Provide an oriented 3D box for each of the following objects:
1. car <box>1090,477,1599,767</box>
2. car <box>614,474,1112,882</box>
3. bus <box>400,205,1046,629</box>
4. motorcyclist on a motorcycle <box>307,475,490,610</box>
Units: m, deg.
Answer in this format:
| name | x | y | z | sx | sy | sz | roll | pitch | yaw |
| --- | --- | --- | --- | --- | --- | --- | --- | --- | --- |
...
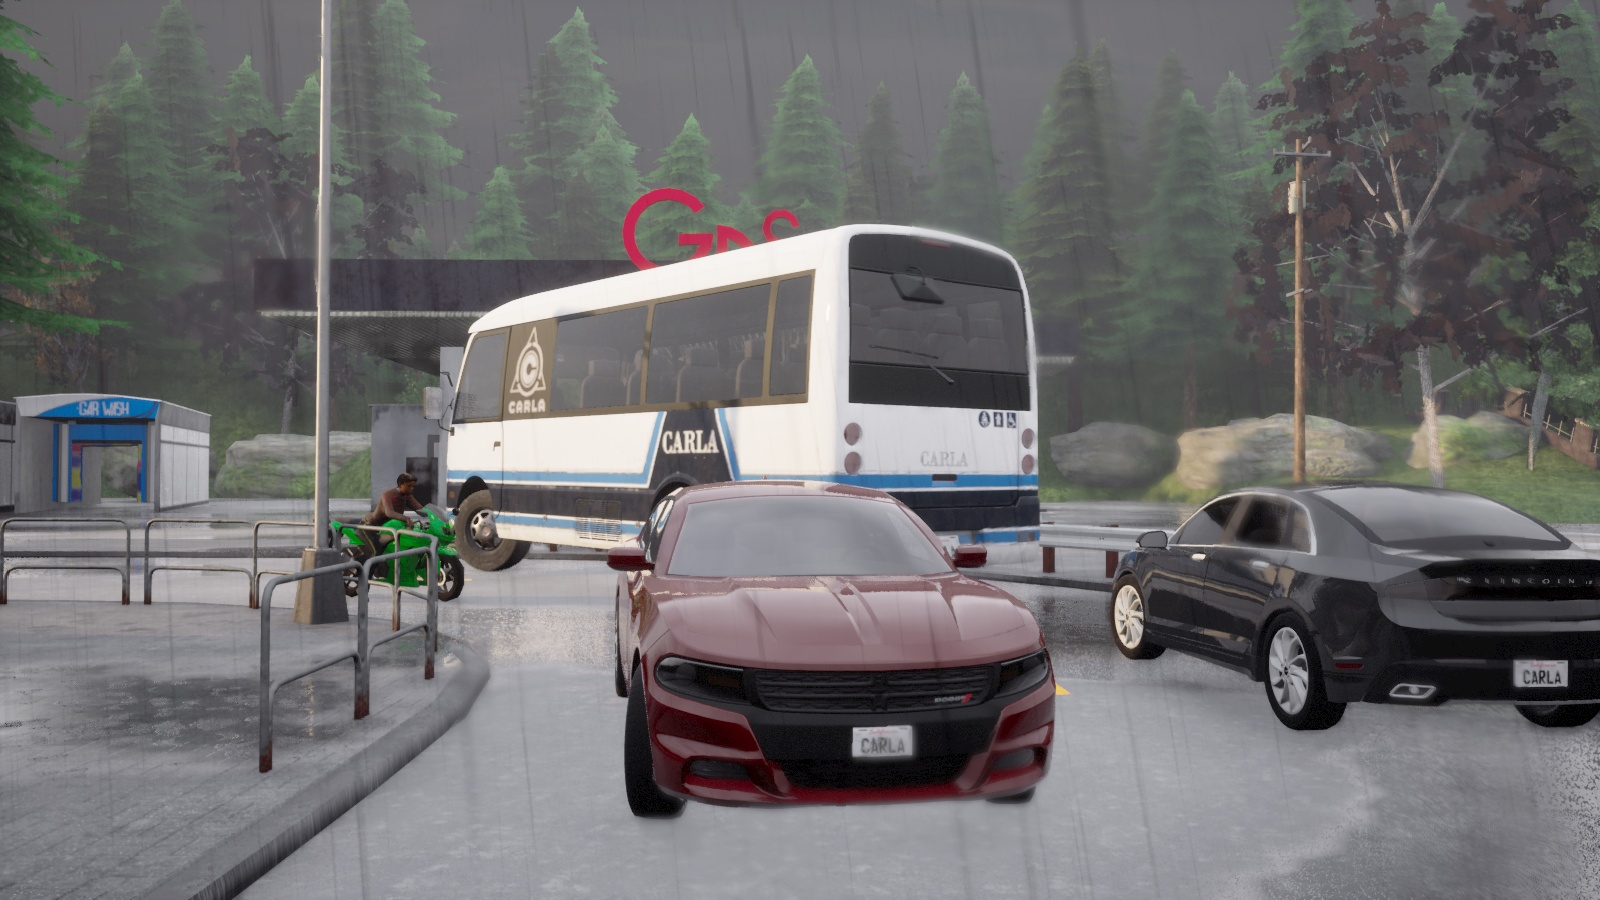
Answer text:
| name | x | y | z | sx | sy | sz | roll | pitch | yaw |
| --- | --- | --- | --- | --- | --- | --- | --- | --- | --- |
| car | 3.770 | 0.958 | 9.116 | 1.837 | 1.490 | 4.892 | 0 | -1 | -5 |
| car | -0.090 | 0.917 | 7.412 | 1.882 | 1.535 | 5.008 | 0 | -1 | -10 |
| bus | -1.814 | -0.259 | 17.814 | 3.944 | 4.253 | 10.273 | 0 | -1 | -39 |
| motorcyclist on a motorcycle | -4.789 | 1.068 | 14.980 | 2.044 | 1.523 | 0.797 | -1 | -1 | 23 |
